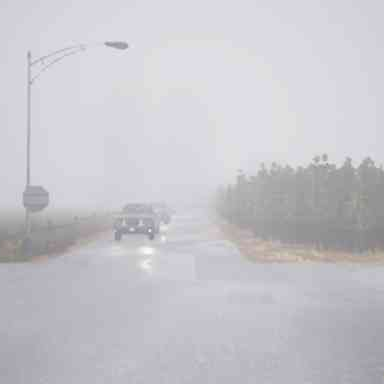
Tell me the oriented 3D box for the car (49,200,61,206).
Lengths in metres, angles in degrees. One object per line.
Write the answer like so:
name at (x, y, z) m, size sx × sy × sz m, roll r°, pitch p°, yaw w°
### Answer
car at (-36.967, 2.950, 87.488) m, size 4.611 × 1.667 × 2.242 m, roll 0°, pitch -1°, yaw 0°

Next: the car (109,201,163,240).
car at (-3.175, 1.659, 20.138) m, size 2.150 × 2.045 × 5.566 m, roll 0°, pitch -1°, yaw -1°

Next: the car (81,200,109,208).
car at (-16.250, 2.609, 58.673) m, size 5.357 × 1.411 × 2.033 m, roll 0°, pitch -1°, yaw 0°

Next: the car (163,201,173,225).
car at (-3.201, 1.873, 30.842) m, size 2.150 × 2.045 × 5.566 m, roll 0°, pitch -1°, yaw 0°

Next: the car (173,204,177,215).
car at (-3.102, 2.394, 46.540) m, size 1.882 × 1.535 × 5.008 m, roll 0°, pitch -1°, yaw 0°
